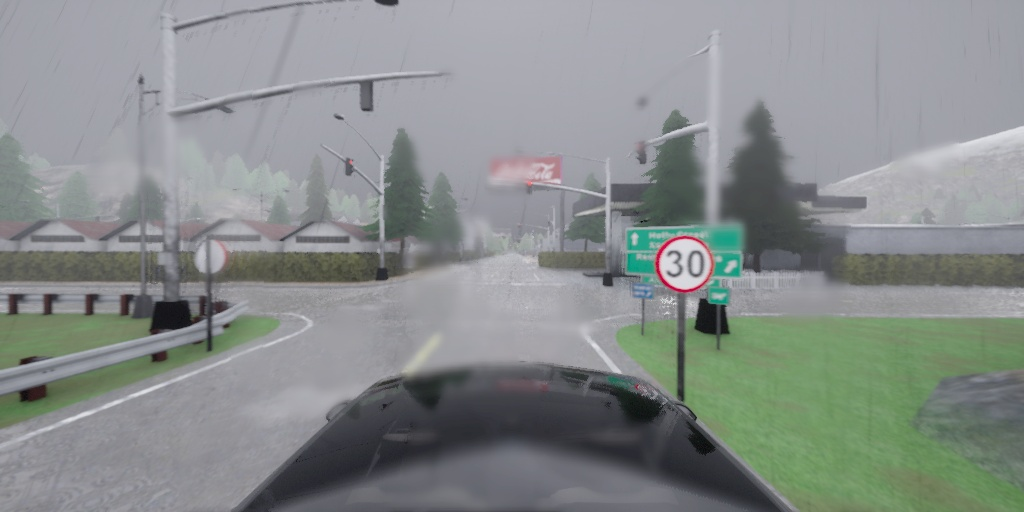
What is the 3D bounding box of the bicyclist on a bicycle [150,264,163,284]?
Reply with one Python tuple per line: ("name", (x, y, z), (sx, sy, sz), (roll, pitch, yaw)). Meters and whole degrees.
("bicyclist on a bicycle", (-21.653, 0.899, 22.252), (0.582, 1.620, 1.656), (0, 1, 1))
